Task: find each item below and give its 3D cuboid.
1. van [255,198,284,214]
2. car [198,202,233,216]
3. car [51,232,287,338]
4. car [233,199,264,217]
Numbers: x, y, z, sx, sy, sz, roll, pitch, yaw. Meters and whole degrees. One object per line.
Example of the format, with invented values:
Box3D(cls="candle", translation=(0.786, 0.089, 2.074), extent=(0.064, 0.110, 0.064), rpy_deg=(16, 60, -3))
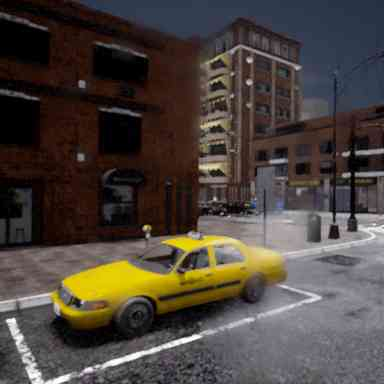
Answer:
Box3D(cls="van", translation=(8.506, 1.572, 37.703), extent=(1.690, 1.788, 3.998), rpy_deg=(0, -1, -35))
Box3D(cls="car", translation=(1.619, 1.672, 32.928), extent=(1.947, 1.339, 4.313), rpy_deg=(0, -1, -35))
Box3D(cls="car", translation=(-0.148, 1.516, 6.610), extent=(4.829, 1.417, 1.752), rpy_deg=(0, 1, -36))
Box3D(cls="car", translation=(4.793, 1.665, 33.088), extent=(1.812, 1.442, 4.674), rpy_deg=(1, -1, -35))
